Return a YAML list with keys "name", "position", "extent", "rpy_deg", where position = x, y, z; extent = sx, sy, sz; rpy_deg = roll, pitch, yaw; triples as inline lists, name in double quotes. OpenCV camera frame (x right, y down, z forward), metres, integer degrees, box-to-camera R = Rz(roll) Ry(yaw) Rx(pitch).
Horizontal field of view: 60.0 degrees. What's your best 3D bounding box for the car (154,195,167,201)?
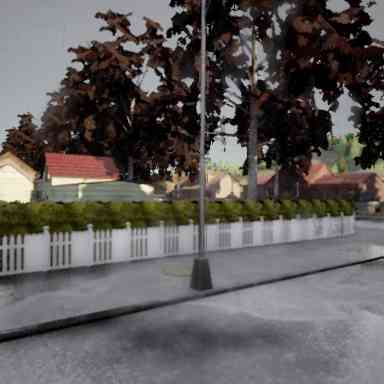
- name: "car"
  position: [-6.510, 1.547, 59.312]
  extent: [2.150, 2.045, 5.566]
  rpy_deg: [1, 0, -35]
